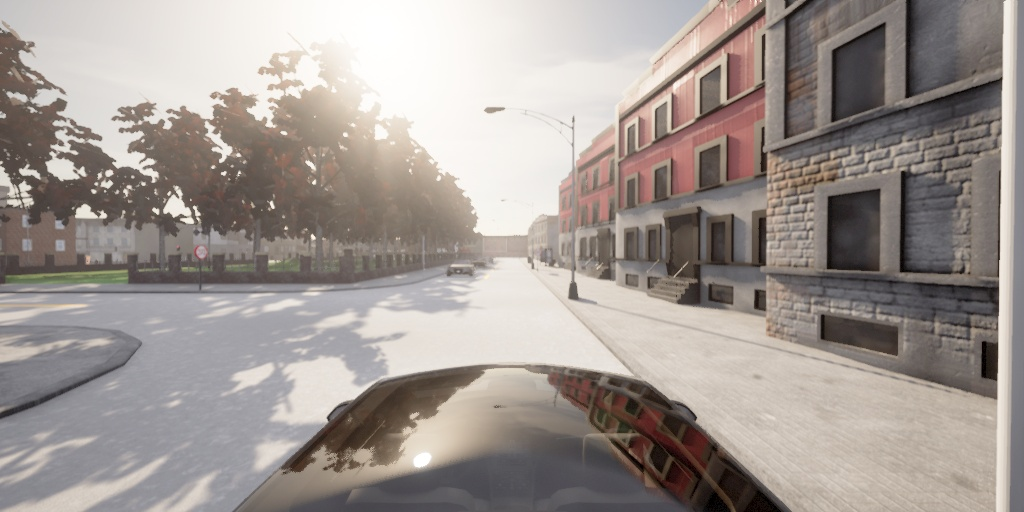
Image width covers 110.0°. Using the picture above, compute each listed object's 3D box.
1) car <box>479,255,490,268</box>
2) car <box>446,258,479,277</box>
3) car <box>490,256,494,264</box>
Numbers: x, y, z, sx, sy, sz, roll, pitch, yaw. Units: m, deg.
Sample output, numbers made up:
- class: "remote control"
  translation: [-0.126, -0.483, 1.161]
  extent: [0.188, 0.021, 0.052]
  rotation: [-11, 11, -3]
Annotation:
- class: "car"
  translation: [-4.202, 0.851, 45.283]
  extent: [1.895, 1.301, 4.718]
  rotation: [0, 1, 0]
- class: "car"
  translation: [-4.168, 0.991, 29.828]
  extent: [1.994, 1.385, 4.181]
  rotation: [0, 1, 0]
- class: "car"
  translation: [-4.162, 0.539, 63.256]
  extent: [2.128, 1.511, 4.902]
  rotation: [0, 1, 0]
